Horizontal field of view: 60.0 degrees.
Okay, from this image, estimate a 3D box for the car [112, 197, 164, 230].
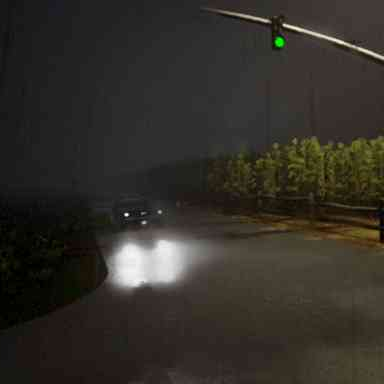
[{"bbox_3d":[-2.794,0.930,16.287,1.895,1.301,4.718,-3,3,-19],"label":"car"}]
